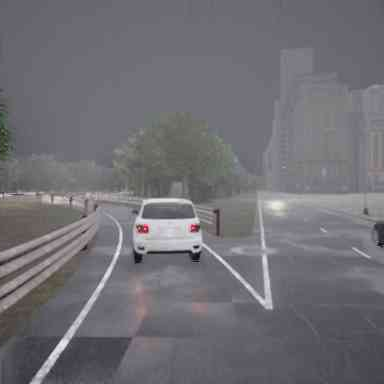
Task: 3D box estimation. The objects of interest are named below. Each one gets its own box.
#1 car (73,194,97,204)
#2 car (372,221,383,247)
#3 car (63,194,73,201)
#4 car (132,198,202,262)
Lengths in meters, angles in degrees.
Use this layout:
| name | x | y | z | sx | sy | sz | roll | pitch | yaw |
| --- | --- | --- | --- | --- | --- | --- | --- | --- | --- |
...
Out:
| name | x | y | z | sx | sy | sz | roll | pitch | yaw |
| --- | --- | --- | --- | --- | --- | --- | --- | --- | --- |
| car | -15.673 | 1.267 | 49.212 | 1.895 | 1.301 | 4.718 | 0 | 1 | -34 |
| car | 8.028 | 1.482 | 11.859 | 2.128 | 1.511 | 4.902 | 0 | 0 | 11 |
| car | -21.198 | 1.053 | 57.803 | 2.033 | 1.411 | 5.357 | 0 | 1 | -28 |
| car | -1.026 | 1.227 | 12.329 | 2.150 | 2.045 | 5.566 | 0 | 0 | -8 |
